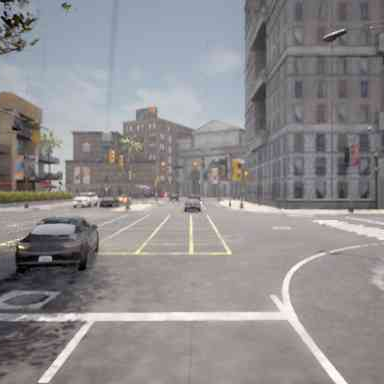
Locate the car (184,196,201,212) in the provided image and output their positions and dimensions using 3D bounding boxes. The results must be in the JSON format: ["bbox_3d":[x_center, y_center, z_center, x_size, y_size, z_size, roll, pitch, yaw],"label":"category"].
[{"bbox_3d":[0.065,1.485,38.670,2.033,1.411,5.357,0,0,0],"label":"car"}]

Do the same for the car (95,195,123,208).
[{"bbox_3d":[-11.569,1.402,46.807,1.882,1.535,5.008,0,0,1],"label":"car"}]

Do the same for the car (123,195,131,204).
[{"bbox_3d":[-11.583,1.262,55.943,2.097,1.767,4.553,0,0,0],"label":"car"}]

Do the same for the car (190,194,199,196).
[{"bbox_3d":[0.596,1.295,72.924,1.837,1.490,4.892,0,0,20],"label":"car"}]

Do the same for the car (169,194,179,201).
[{"bbox_3d":[-3.974,1.198,72.890,1.837,1.490,4.892,0,0,-9],"label":"car"}]

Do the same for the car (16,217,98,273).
[{"bbox_3d":[-4.101,1.508,10.640,1.812,1.442,4.674,0,0,-10],"label":"car"}]

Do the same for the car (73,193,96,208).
[{"bbox_3d":[-15.059,1.145,47.328,2.150,2.045,5.566,0,0,0],"label":"car"}]
